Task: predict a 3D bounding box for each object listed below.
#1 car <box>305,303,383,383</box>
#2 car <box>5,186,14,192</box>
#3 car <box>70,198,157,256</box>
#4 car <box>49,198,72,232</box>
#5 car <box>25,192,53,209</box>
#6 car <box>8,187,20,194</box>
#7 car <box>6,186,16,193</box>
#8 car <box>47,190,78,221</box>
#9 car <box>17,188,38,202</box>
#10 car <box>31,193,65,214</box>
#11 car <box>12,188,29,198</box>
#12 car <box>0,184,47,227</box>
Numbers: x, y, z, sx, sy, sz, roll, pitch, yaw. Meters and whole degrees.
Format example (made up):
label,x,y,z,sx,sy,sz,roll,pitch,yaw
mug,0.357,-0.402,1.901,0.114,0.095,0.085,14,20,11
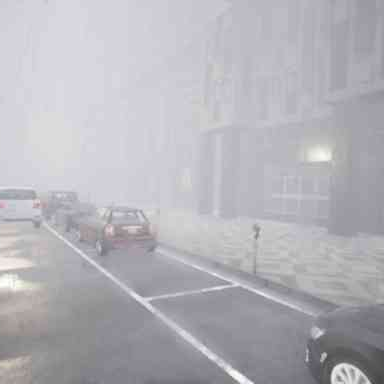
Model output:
label,x,y,z,sx,sy,sz,roll,pitch,yaw
car,2.943,1.611,2.515,2.008,1.369,4.403,1,1,-31
car,-43.696,-0.683,79.665,1.802,1.307,4.206,1,1,-31
car,-2.883,1.207,12.157,1.967,1.590,4.097,1,1,-31
car,-5.802,1.186,16.981,1.947,1.339,4.313,1,1,-31
car,-14.546,0.746,31.446,1.947,1.339,4.313,1,1,-31
car,-34.951,-0.252,65.199,1.802,1.307,4.206,1,1,-31
car,-40.781,-0.540,74.843,1.802,1.307,4.206,1,1,-31
car,-8.710,0.789,21.799,2.192,1.841,5.009,1,1,-31
car,-20.372,0.328,41.088,1.967,1.590,4.097,1,1,-31
car,-11.631,0.872,26.624,1.887,1.381,4.507,1,1,-31
car,-26.206,0.163,50.733,1.947,1.339,4.313,1,1,-31
car,-9.429,0.721,17.783,2.150,2.045,5.566,1,1,-31
